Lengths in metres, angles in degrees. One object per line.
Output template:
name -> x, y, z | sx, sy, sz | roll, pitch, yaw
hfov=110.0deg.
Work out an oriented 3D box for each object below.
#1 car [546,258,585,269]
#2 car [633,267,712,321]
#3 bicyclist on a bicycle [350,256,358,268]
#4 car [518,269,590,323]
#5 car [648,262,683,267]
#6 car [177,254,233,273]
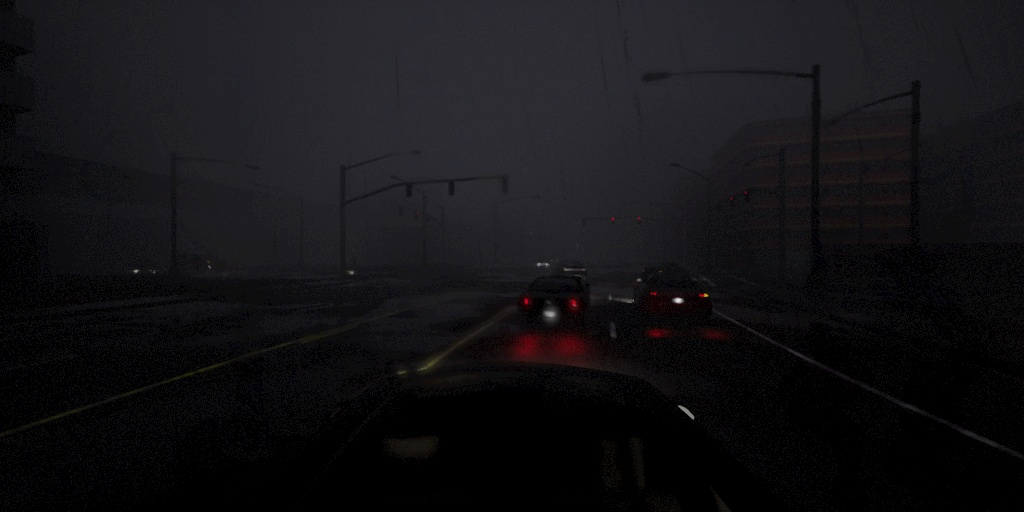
car -> 4.110, 1.098, 26.156 | 2.128, 1.511, 4.902 | 0, 0, -2
car -> 5.335, 1.257, 12.360 | 1.994, 1.385, 4.181 | 0, 0, 15
bicyclist on a bicycle -> -21.213, 0.819, 48.136 | 0.582, 1.620, 1.656 | 0, 0, 14
car -> 1.618, 1.297, 11.994 | 1.895, 1.301, 4.718 | 0, 0, 15
car -> 11.251, 1.131, 26.196 | 4.674, 1.442, 1.812 | -1, 0, -43
car -> -34.742, 0.781, 40.103 | 5.566, 2.045, 2.150 | 0, 0, 14
